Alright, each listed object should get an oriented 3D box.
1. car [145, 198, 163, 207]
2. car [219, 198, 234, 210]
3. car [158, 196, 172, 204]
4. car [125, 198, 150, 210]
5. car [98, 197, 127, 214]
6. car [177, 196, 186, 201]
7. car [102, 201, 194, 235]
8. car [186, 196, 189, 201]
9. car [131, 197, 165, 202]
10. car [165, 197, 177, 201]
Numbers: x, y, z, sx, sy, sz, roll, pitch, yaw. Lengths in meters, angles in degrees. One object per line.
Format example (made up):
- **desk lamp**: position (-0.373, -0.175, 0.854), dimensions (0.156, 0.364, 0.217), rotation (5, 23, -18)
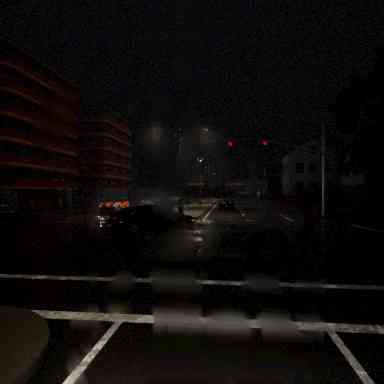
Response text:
- **car**: position (-6.146, 1.601, 53.890), dimensions (1.895, 1.301, 4.718), rotation (0, 0, 6)
- **car**: position (4.478, 1.491, 43.081), dimensions (2.128, 1.511, 4.902), rotation (0, 0, 6)
- **car**: position (-5.089, 1.564, 63.865), dimensions (1.994, 1.385, 4.181), rotation (0, 0, 6)
- **car**: position (-7.139, 1.545, 44.359), dimensions (2.033, 1.411, 5.357), rotation (0, 0, 6)
- **car**: position (-8.120, 1.352, 34.941), dimensions (2.097, 1.767, 4.553), rotation (0, 0, 6)
- **car**: position (-2.706, 1.491, 53.127), dimensions (2.128, 1.511, 4.902), rotation (0, 0, 6)
- **car**: position (-2.229, 1.505, 18.570), dimensions (4.892, 1.490, 1.837), rotation (0, 2, -27)
- **car**: position (-1.657, 1.505, 63.030), dimensions (1.837, 1.490, 4.892), rotation (0, 0, 7)
- **car**: position (-4.605, 1.491, 34.871), dimensions (2.128, 1.511, 4.902), rotation (0, 0, 6)
- **car**: position (-3.653, 1.601, 44.081), dimensions (1.895, 1.301, 4.718), rotation (0, 0, 6)
